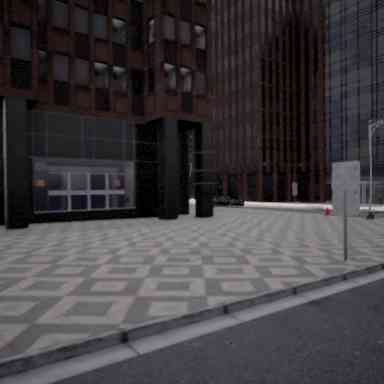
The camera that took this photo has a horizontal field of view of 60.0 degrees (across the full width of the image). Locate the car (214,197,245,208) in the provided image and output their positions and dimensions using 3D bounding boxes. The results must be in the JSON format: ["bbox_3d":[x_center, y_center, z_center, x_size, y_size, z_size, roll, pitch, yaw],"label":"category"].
[{"bbox_3d":[4.580,1.337,42.565,1.895,1.301,4.718,-1,1,-36],"label":"car"}]
